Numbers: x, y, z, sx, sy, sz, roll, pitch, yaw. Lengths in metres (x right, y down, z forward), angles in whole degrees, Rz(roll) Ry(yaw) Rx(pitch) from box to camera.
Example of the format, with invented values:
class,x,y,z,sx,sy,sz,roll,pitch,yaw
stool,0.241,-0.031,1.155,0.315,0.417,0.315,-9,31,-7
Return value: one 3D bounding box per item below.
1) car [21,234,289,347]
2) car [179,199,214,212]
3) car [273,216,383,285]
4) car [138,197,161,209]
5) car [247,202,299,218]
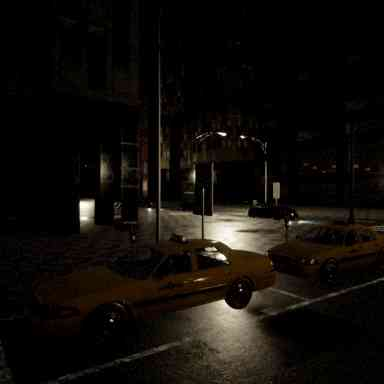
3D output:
class,x,y,z,sx,sy,sz,roll,pitch,yaw
car,-0.489,1.526,6.290,4.829,1.417,1.752,0,0,-35
car,0.389,1.439,35.075,1.812,1.442,4.674,0,0,-35
car,4.078,1.526,9.533,4.829,1.417,1.752,0,0,-35
car,-5.867,1.386,43.786,1.837,1.490,4.892,0,0,-36
car,6.421,1.508,26.691,1.994,1.385,4.181,0,0,-35
